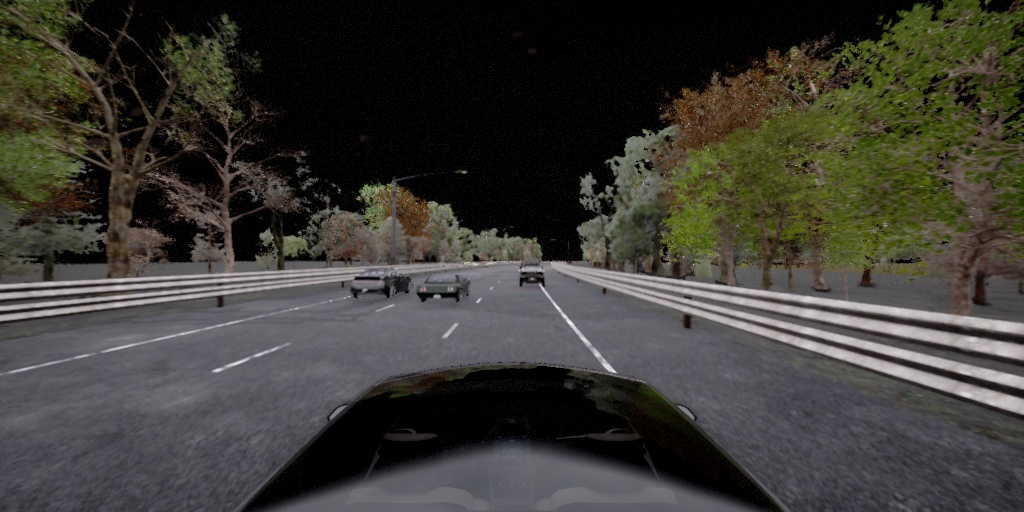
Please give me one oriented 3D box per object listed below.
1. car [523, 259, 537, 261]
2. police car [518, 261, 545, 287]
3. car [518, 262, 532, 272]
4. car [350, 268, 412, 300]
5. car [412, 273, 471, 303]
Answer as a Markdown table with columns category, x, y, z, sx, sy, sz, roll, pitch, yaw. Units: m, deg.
| category | x | y | z | sx | sy | sz | roll | pitch | yaw |
| --- | --- | --- | --- | --- | --- | --- | --- | --- | --- |
| car | 1.891 | 1.444 | 37.277 | 2.097 | 1.767 | 4.553 | 0 | -1 | 3 |
| police car | 1.499 | 1.421 | 27.550 | 1.930 | 1.638 | 5.238 | 0 | -1 | 2 |
| car | 2.332 | 1.837 | 61.601 | 2.128 | 1.511 | 4.902 | 0 | -1 | 5 |
| car | -6.680 | 1.394 | 18.854 | 2.128 | 1.511 | 4.902 | 0 | -1 | 1 |
| car | -3.208 | 1.497 | 17.824 | 1.895 | 1.301 | 4.718 | 0 | -1 | 1 |
